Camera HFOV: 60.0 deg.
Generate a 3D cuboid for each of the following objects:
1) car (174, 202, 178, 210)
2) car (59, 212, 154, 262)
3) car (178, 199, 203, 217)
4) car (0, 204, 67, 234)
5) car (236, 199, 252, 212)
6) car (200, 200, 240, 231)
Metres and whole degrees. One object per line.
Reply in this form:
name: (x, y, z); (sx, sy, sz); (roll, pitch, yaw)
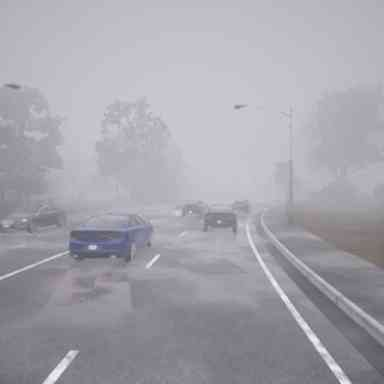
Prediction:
car: (-0.594, 1.559, 42.358); (2.033, 1.411, 5.357); (0, 0, 17)
car: (-2.708, 1.474, 12.228); (1.882, 1.535, 5.008); (0, 0, 5)
car: (0.377, 1.520, 31.455); (1.837, 1.490, 4.892); (0, 0, 13)
car: (-9.115, 1.466, 19.384); (2.128, 1.511, 4.902); (0, 0, 8)
car: (5.802, 1.533, 38.599); (2.128, 1.511, 4.902); (0, 0, 16)
car: (1.880, 1.495, 20.755); (1.882, 1.535, 5.008); (0, 0, 9)
